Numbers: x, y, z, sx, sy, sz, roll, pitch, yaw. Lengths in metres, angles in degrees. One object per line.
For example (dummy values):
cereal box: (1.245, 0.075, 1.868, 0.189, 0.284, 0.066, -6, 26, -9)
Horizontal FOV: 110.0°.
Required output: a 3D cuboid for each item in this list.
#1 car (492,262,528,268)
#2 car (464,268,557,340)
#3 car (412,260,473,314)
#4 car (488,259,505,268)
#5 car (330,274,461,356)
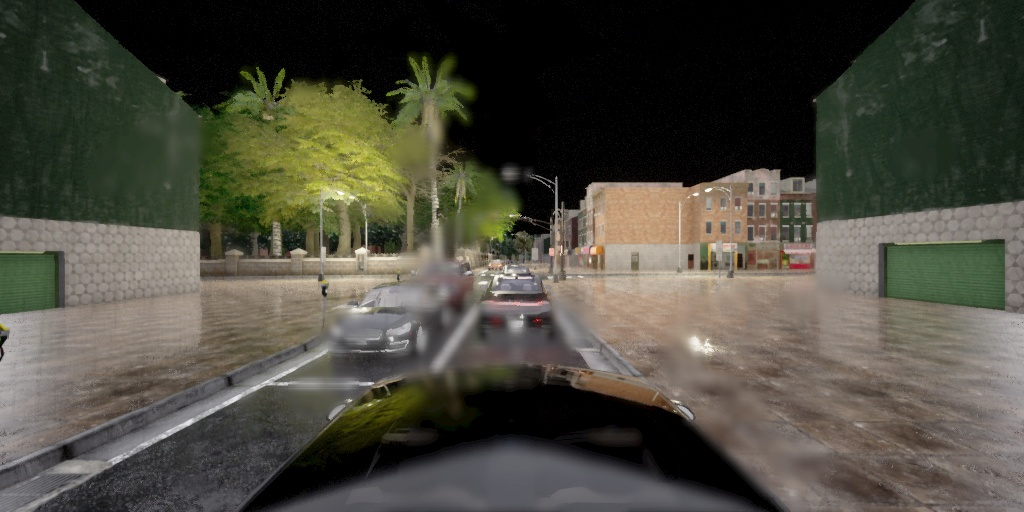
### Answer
car: (0.182, 1.252, 19.398, 2.128, 1.511, 4.902, 0, 0, -2)
car: (0.132, 1.243, 10.009, 2.128, 1.511, 4.902, 0, 0, 0)
car: (-2.585, 1.069, 13.971, 2.192, 1.841, 5.009, 0, 0, 0)
car: (-2.411, 1.295, 52.117, 1.967, 1.591, 4.097, 0, 0, 0)
car: (-2.610, 1.301, 8.508, 2.007, 1.370, 4.403, 0, 0, 0)
